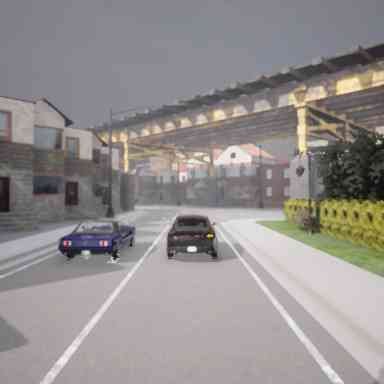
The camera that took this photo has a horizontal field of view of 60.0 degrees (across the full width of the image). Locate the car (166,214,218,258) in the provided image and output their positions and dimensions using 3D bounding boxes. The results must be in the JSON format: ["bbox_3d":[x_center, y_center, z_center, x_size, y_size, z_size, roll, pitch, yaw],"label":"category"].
[{"bbox_3d":[0.013,1.658,13.493,1.837,1.490,4.892,0,0,0],"label":"car"}]

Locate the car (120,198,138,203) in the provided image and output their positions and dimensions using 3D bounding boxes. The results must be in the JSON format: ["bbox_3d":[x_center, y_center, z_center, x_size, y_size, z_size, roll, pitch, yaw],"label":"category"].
[{"bbox_3d":[-16.793,2.270,88.330,4.536,1.218,1.853,0,-1,-15],"label":"car"}]

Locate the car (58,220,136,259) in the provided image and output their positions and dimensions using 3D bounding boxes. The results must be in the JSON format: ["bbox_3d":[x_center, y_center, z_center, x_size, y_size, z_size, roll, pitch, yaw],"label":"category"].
[{"bbox_3d":[-3.490,1.749,13.226,1.895,1.301,4.718,0,-1,0],"label":"car"}]

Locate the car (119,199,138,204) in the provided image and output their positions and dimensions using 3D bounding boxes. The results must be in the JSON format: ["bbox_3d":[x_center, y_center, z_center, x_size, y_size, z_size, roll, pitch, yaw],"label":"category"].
[{"bbox_3d":[-16.843,2.428,88.314,4.974,1.542,2.038,0,-1,-15],"label":"car"}]
